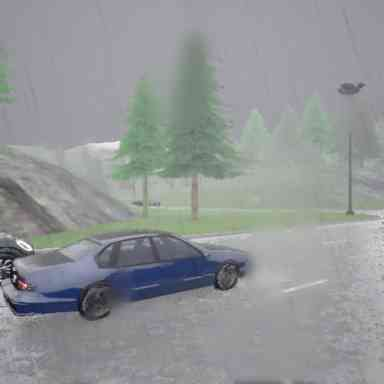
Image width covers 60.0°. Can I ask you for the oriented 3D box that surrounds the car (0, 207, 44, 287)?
[{"bbox_3d":[-6.197,1.352,7.923,4.553,1.767,2.097,0,0,-36],"label":"car"}]

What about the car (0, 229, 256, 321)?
[{"bbox_3d":[-1.057,1.545,7.291,5.357,1.411,2.033,0,0,-36],"label":"car"}]

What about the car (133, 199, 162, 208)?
[{"bbox_3d":[-6.350,1.582,47.313,1.895,1.301,4.718,0,0,-42],"label":"car"}]
